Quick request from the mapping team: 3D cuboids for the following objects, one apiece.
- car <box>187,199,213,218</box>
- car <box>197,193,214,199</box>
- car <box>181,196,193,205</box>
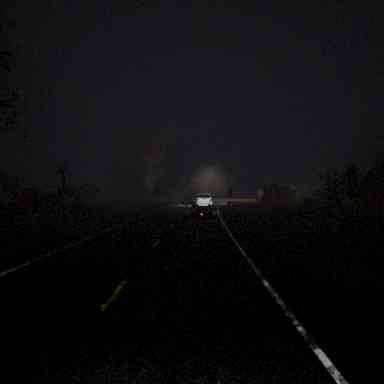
[{"bbox_3d":[0.889,1.576,29.810,1.895,1.301,4.718,0,0,3],"label":"car"},{"bbox_3d":[1.771,1.181,44.919,2.150,2.045,5.566,0,0,5],"label":"car"},{"bbox_3d":[-0.834,1.469,57.172,1.812,1.442,4.674,0,0,6],"label":"car"}]
